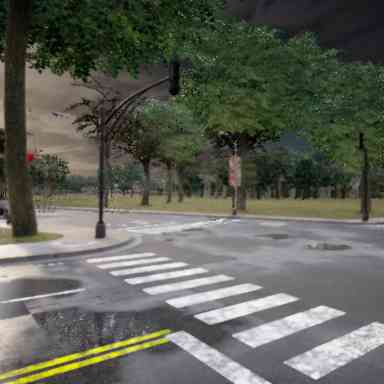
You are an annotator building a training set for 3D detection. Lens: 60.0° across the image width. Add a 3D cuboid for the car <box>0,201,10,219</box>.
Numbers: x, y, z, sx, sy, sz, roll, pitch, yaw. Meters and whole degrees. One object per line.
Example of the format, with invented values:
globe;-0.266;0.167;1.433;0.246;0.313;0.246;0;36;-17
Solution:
car;-15.924;1.484;28.585;5.357;1.411;2.033;0;-1;31
